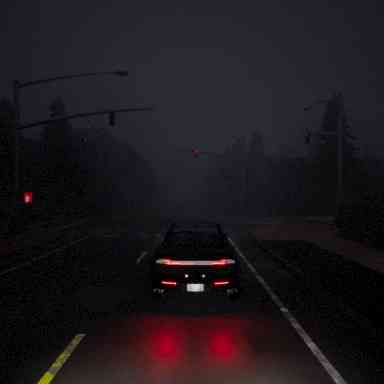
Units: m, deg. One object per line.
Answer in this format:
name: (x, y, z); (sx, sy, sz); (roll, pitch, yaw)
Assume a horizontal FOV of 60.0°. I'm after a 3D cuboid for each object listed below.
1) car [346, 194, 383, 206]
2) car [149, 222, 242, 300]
car: (15.864, 1.202, 28.885); (5.566, 2.045, 2.150); (0, 0, -8)
car: (0.079, 1.492, 8.356); (2.128, 1.511, 4.902); (0, 0, 0)
